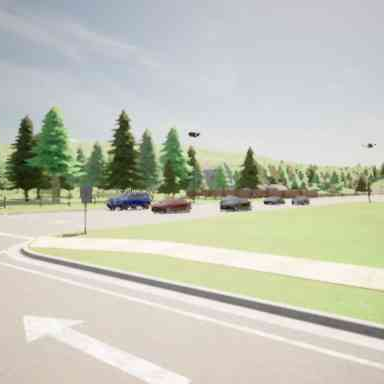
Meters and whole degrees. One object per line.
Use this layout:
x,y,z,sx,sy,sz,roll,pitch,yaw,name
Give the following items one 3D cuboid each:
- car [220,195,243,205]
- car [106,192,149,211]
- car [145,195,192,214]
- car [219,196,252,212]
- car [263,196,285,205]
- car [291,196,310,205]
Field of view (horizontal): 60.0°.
6.786,1.340,56.980,1.812,1.442,4.674,0,0,37,car
-7.117,1.034,38.078,2.150,2.045,5.566,0,0,36,car
-2.003,1.337,33.217,1.882,1.535,5.008,0,0,36,car
4.862,1.361,36.667,1.882,1.535,5.008,0,0,36,car
13.428,1.409,54.180,2.033,1.411,5.357,0,0,37,car
17.618,1.379,53.936,2.128,1.511,4.902,0,0,36,car
